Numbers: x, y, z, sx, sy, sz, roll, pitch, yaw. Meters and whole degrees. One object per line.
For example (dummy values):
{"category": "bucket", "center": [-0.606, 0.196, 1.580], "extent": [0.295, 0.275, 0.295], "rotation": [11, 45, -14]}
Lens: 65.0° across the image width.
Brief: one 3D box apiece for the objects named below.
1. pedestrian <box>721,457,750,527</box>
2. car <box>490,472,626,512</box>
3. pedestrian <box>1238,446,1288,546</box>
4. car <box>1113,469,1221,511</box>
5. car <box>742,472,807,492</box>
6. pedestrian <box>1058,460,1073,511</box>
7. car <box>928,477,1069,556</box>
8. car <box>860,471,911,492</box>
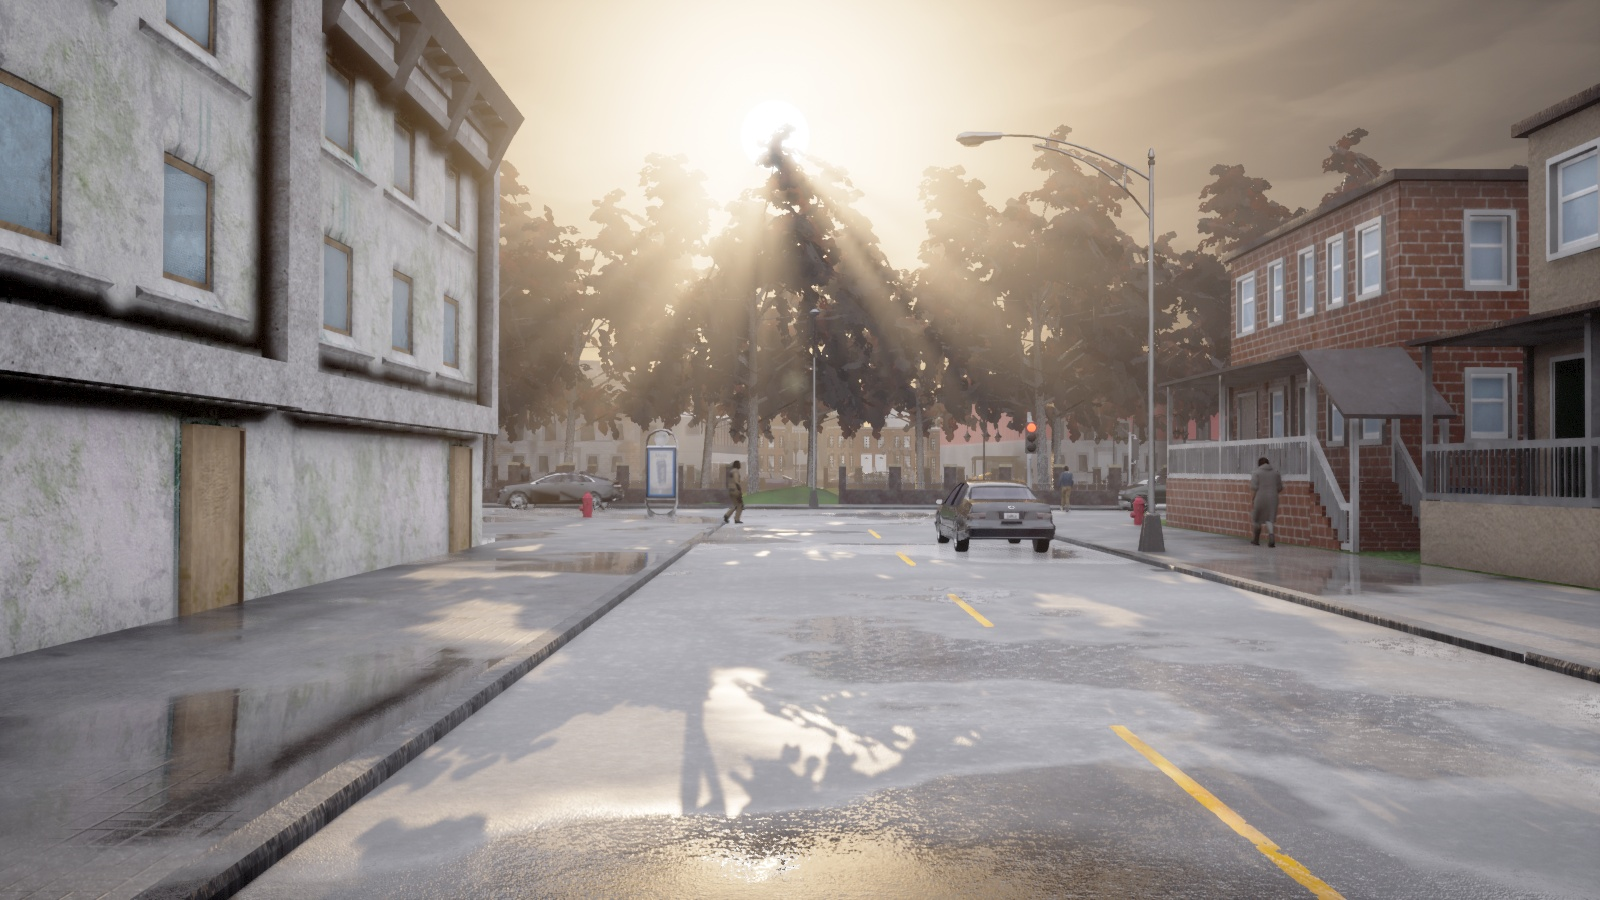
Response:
{"category": "pedestrian", "center": [-1.807, 1.158, 35.042], "extent": [0.692, 1.930, 0.396], "rotation": [0, -1, -27]}
{"category": "car", "center": [-9.432, 1.633, 49.226], "extent": [4.902, 1.511, 2.128], "rotation": [0, -1, 1]}
{"category": "pedestrian", "center": [9.208, 0.906, 24.986], "extent": [0.659, 1.952, 0.873], "rotation": [0, -1, 1]}
{"category": "car", "center": [14.373, 1.557, 49.291], "extent": [3.705, 1.549, 1.789], "rotation": [-1, -1, 0]}
{"category": "car", "center": [-1.911, 2.405, 94.519], "extent": [4.792, 1.488, 2.163], "rotation": [0, -1, 0]}
{"category": "pedestrian", "center": [10.245, 1.376, 48.490], "extent": [0.423, 1.949, 0.788], "rotation": [0, -1, 4]}
{"category": "car", "center": [3.925, 1.279, 25.795], "extent": [2.033, 1.411, 5.357], "rotation": [0, -1, 0]}
{"category": "car", "center": [6.412, 2.351, 94.551], "extent": [3.705, 1.549, 1.789], "rotation": [0, -1, 0]}
